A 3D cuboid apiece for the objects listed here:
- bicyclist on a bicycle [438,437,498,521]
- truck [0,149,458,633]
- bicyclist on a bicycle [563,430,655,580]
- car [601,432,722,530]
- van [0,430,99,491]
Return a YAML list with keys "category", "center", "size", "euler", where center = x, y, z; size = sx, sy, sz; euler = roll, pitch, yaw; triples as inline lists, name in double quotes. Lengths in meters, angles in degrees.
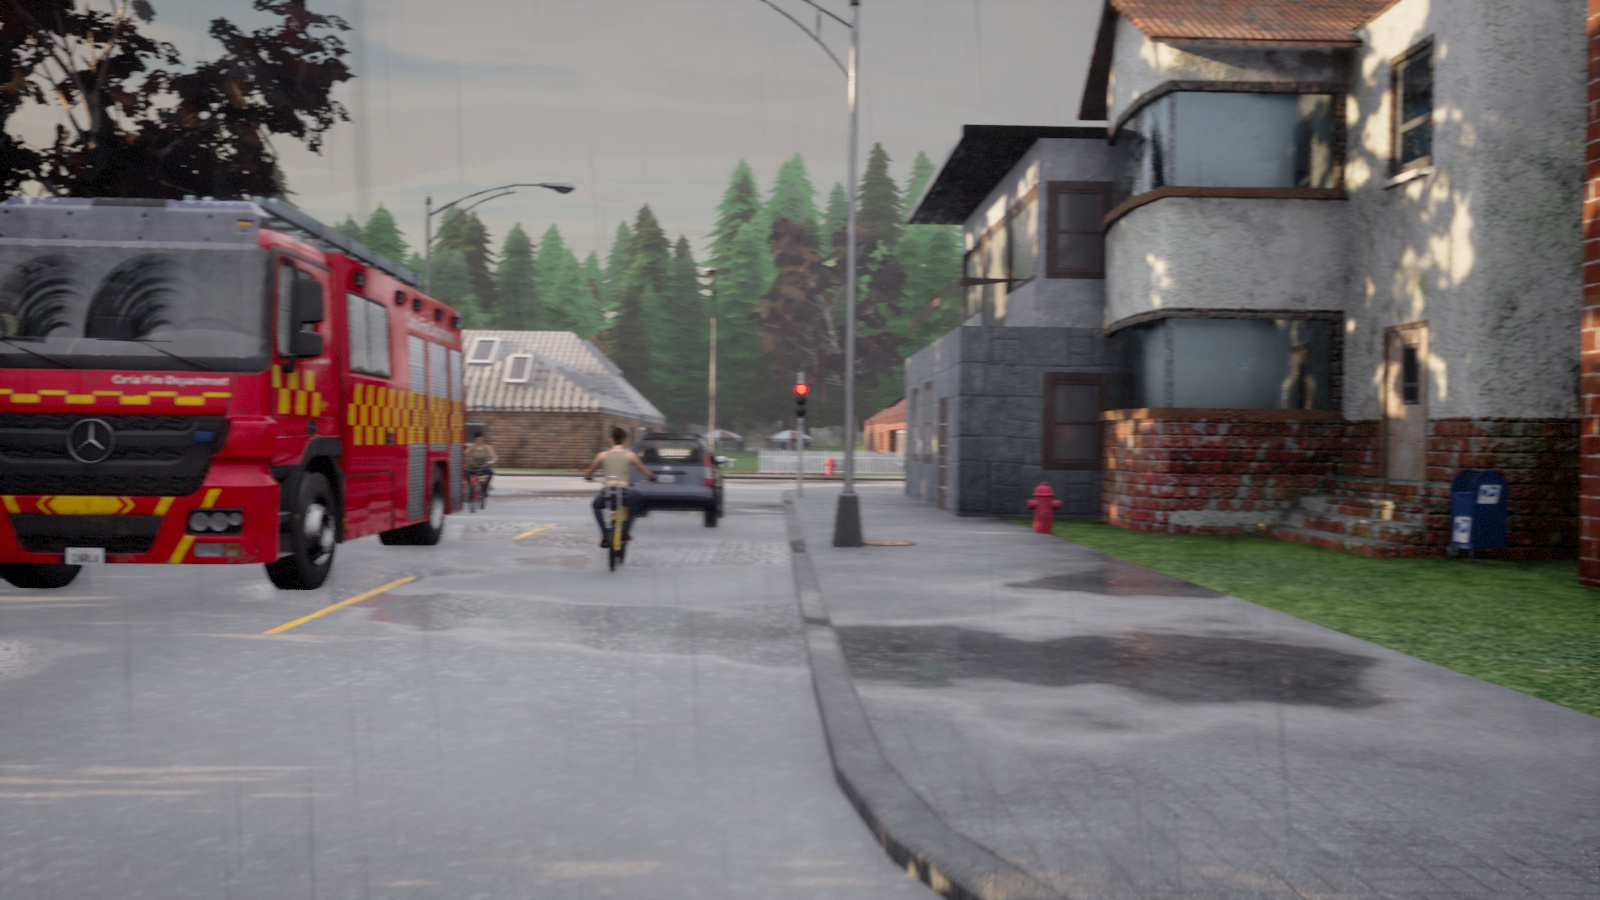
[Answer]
- category: "bicyclist on a bicycle"
  center: [-6.562, 0.547, 24.878]
  size: [0.866, 1.612, 1.509]
  euler: [0, 1, -4]
- category: "truck"
  center: [-6.208, -0.488, 14.198]
  size: [2.891, 3.827, 8.468]
  euler: [0, 0, -4]
- category: "bicyclist on a bicycle"
  center: [-2.147, 0.591, 14.325]
  size: [0.866, 1.612, 1.509]
  euler: [0, 0, -2]
- category: "car"
  center: [-2.417, 0.500, 22.772]
  size: [1.851, 1.617, 3.988]
  euler: [0, 0, -2]
- category: "van"
  center: [-26.278, 0.351, 42.171]
  size: [4.442, 1.987, 1.775]
  euler: [0, 0, -3]
